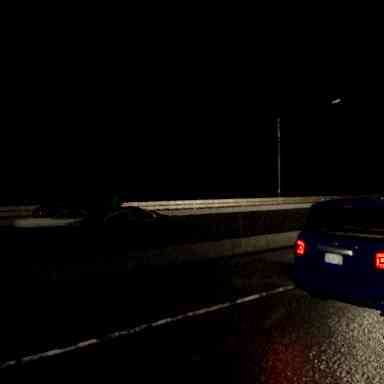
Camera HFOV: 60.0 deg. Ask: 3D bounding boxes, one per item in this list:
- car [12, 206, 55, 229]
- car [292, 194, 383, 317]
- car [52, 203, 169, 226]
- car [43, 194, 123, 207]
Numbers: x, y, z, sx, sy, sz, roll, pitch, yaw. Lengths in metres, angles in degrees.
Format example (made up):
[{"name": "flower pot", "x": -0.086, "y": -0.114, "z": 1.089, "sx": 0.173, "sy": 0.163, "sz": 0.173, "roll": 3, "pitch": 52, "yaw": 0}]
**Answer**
[{"name": "car", "x": -6.321, "y": 1.551, "z": 16.680, "sx": 4.718, "sy": 1.301, "sz": 1.895, "roll": -1, "pitch": 0, "yaw": -36}, {"name": "car", "x": 4.450, "y": 1.137, "z": 6.915, "sx": 5.566, "sy": 2.045, "sz": 2.150, "roll": -1, "pitch": 0, "yaw": -36}, {"name": "car", "x": -3.218, "y": 1.441, "z": 14.594, "sx": 4.892, "sy": 1.490, "sz": 1.837, "roll": -1, "pitch": 0, "yaw": -35}, {"name": "car", "x": -6.853, "y": 1.151, "z": 20.599, "sx": 5.566, "sy": 2.045, "sz": 2.150, "roll": -1, "pitch": 0, "yaw": -35}]
